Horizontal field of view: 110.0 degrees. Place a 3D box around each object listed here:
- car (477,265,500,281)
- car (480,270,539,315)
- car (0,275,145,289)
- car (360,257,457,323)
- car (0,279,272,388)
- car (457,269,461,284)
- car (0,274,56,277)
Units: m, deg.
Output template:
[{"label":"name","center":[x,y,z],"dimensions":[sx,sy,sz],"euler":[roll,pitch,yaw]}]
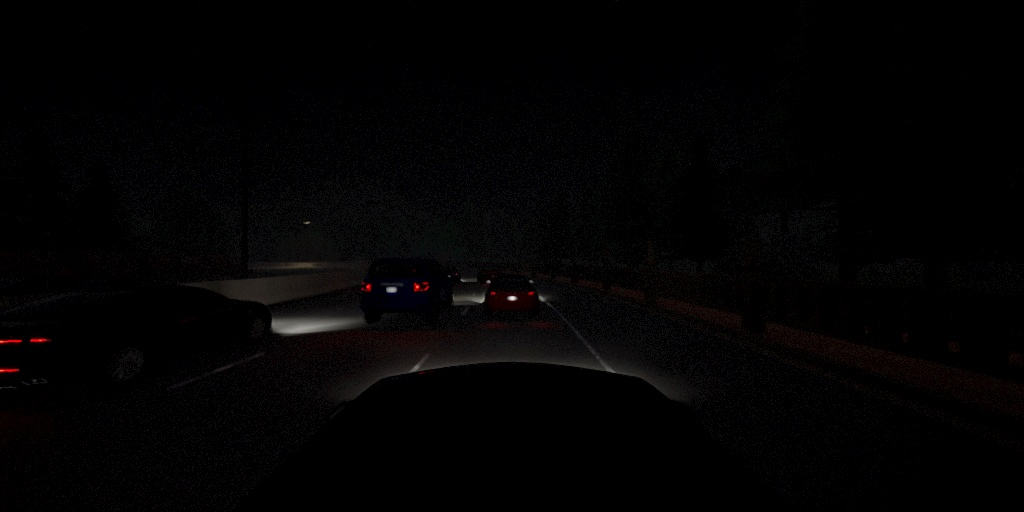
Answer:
[{"label":"car","center":[-1.997,1.516,31.270],"dimensions":[1.882,1.535,5.008],"euler":[0,-1,-10]},{"label":"car","center":[-0.071,1.436,14.256],"dimensions":[1.994,1.385,4.181],"euler":[0,-1,-2]},{"label":"car","center":[-14.216,1.420,12.531],"dimensions":[1.994,1.385,4.181],"euler":[0,-1,-2]},{"label":"car","center":[-3.499,1.080,12.857],"dimensions":[2.150,2.045,5.566],"euler":[0,-1,-2]},{"label":"car","center":[-6.907,1.306,6.978],"dimensions":[1.837,1.490,4.892],"euler":[0,-1,0]},{"label":"car","center":[-5.378,1.592,30.260],"dimensions":[1.994,1.385,4.181],"euler":[0,-1,-10]},{"label":"car","center":[-17.707,1.385,12.899],"dimensions":[1.812,1.442,4.674],"euler":[0,-1,-2]}]
